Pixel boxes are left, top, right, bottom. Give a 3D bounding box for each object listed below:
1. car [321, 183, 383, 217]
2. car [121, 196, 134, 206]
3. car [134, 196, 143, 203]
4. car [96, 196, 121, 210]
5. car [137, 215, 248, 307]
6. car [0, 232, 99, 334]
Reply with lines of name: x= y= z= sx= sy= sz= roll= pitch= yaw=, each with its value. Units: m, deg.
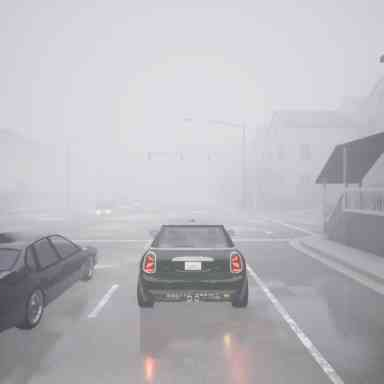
car: x=13.707 y=0.727 z=27.933 sx=5.566 sy=2.045 sz=2.150 roll=-14 pitch=0 yaw=-2
car: x=-11.112 y=1.352 z=52.884 sx=2.097 sy=1.767 sz=4.553 roll=0 pitch=0 yaw=-1
car: x=-11.177 y=1.492 z=67.931 sx=2.128 sy=1.511 sz=4.902 roll=0 pitch=0 yaw=0
car: x=-11.024 y=1.564 z=43.221 sx=1.994 sy=1.385 sz=4.181 roll=0 pitch=0 yaw=-1
car: x=0.006 y=1.352 z=8.124 sx=2.097 sy=1.767 sz=4.553 roll=0 pitch=0 yaw=0
car: x=-3.485 y=1.547 z=6.843 sx=2.033 sy=1.411 sz=5.357 roll=0 pitch=0 yaw=0
